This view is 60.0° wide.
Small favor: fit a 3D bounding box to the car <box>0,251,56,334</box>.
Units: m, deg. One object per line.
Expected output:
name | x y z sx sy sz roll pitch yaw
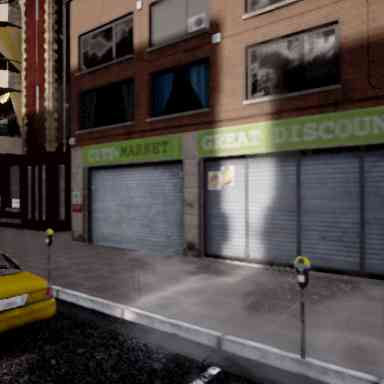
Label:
car | -4.427 1.533 6.034 4.829 1.417 1.752 0 0 35
